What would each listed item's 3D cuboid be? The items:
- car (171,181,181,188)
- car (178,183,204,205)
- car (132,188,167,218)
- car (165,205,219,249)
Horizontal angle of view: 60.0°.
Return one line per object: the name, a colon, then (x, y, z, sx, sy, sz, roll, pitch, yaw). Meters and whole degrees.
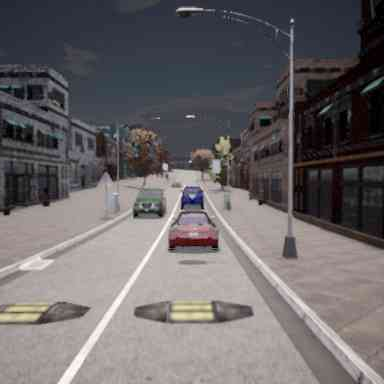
car: (-3.143, -1.542, 66.544, 1.994, 1.385, 4.181, 0, 4, 0)
car: (0.031, 0.407, 32.546, 2.150, 2.045, 5.566, 0, 4, 0)
car: (-3.154, 0.778, 25.848, 2.150, 2.045, 5.566, 0, 3, 0)
car: (0.066, 1.492, 14.235, 1.994, 1.385, 4.181, 0, 1, 0)
